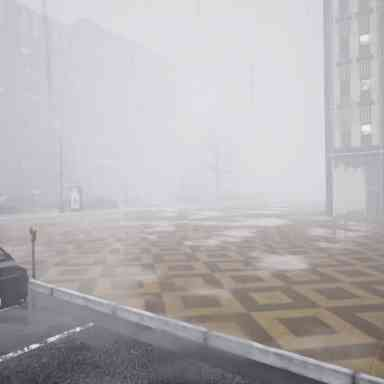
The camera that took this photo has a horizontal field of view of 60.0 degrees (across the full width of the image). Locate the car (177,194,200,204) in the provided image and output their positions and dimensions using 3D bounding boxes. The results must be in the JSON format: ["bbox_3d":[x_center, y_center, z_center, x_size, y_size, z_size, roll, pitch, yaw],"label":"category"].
[{"bbox_3d":[-0.515,1.062,50.700,1.967,1.590,4.097,-1,0,36],"label":"car"}]

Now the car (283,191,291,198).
[{"bbox_3d":[22.168,0.932,82.048,1.802,1.307,4.206,-1,0,36],"label":"car"}]

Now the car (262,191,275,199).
[{"bbox_3d":[15.685,0.740,73.091,2.192,1.841,5.009,-1,0,36],"label":"car"}]

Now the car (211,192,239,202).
[{"bbox_3d":[5.967,1.093,59.657,2.008,1.369,4.403,-1,0,36],"label":"car"}]

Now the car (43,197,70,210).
[{"bbox_3d":[-15.112,1.360,40.406,1.812,1.442,4.674,-1,0,36],"label":"car"}]

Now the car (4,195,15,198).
[{"bbox_3d":[-20.675,1.385,32.710,1.882,1.535,5.008,-1,0,37],"label":"car"}]

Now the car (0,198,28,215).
[{"bbox_3d":[-16.714,1.413,28.309,1.802,1.307,4.206,-1,0,36],"label":"car"}]

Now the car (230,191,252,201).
[{"bbox_3d":[9.207,1.048,64.135,1.887,1.381,4.507,-1,0,36],"label":"car"}]

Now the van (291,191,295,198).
[{"bbox_3d":[25.406,0.654,86.526,1.690,1.788,3.998,-1,0,36],"label":"van"}]

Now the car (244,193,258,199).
[{"bbox_3d":[15.380,1.040,86.961,1.947,1.339,4.313,-1,0,36],"label":"car"}]

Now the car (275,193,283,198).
[{"bbox_3d":[18.927,0.938,77.569,2.008,1.369,4.403,-1,0,36],"label":"car"}]

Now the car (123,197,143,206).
[{"bbox_3d":[-9.405,1.361,48.290,1.895,1.301,4.718,-1,0,36],"label":"car"}]

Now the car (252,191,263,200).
[{"bbox_3d":[12.447,1.046,68.613,1.802,1.307,4.206,-1,0,36],"label":"car"}]

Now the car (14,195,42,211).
[{"bbox_3d":[-20.265,1.228,37.701,2.192,1.841,5.009,-1,0,36],"label":"car"}]

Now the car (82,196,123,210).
[{"bbox_3d":[-10.235,1.186,37.266,1.967,1.590,4.097,-1,0,36],"label":"car"}]

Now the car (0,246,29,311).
[{"bbox_3d":[-4.945,1.553,6.570,4.403,1.369,2.008,0,-1,35],"label":"car"}]
